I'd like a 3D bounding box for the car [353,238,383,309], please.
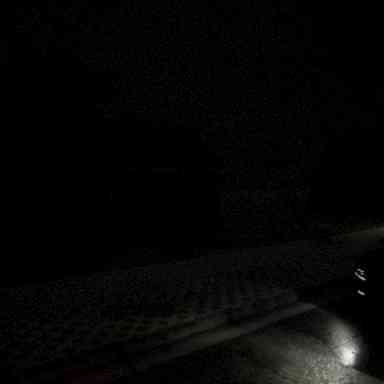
[{"bbox_3d":[5.264,1.380,6.846,5.008,1.535,1.882,-1,0,-36],"label":"car"}]
